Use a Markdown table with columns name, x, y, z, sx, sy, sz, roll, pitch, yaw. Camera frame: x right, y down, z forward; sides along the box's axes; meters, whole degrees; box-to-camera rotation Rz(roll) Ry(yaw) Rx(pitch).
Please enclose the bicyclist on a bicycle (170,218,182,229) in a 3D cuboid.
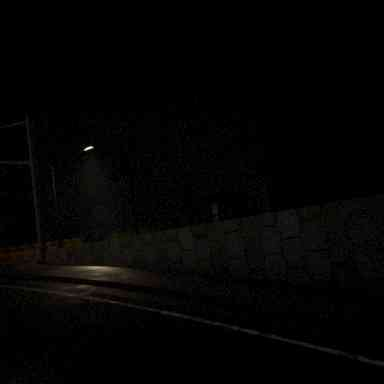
| name | x | y | z | sx | sy | sz | roll | pitch | yaw |
| --- | --- | --- | --- | --- | --- | --- | --- | --- | --- |
| bicyclist on a bicycle | -1.312 | 2.911 | 27.266 | 1.656 | 1.620 | 0.582 | -14 | -8 | 36 |
